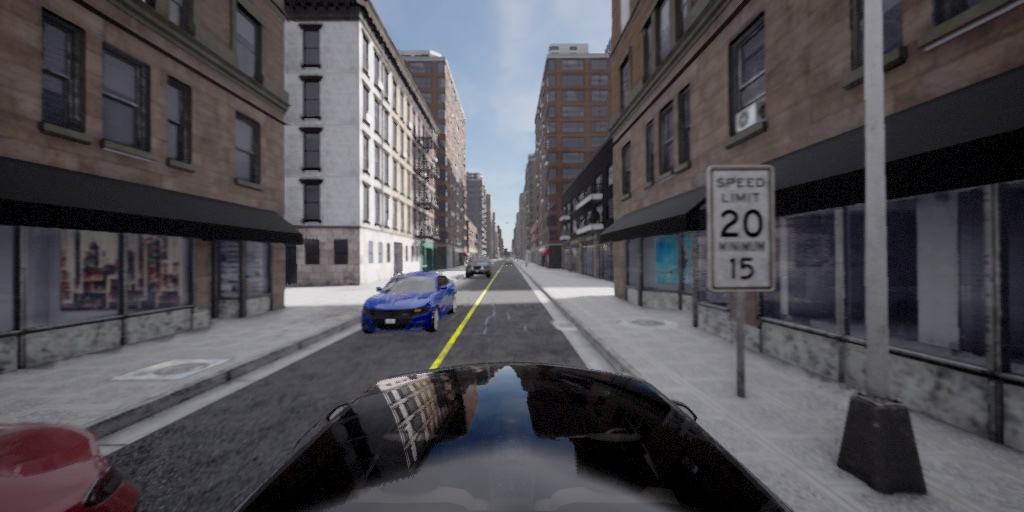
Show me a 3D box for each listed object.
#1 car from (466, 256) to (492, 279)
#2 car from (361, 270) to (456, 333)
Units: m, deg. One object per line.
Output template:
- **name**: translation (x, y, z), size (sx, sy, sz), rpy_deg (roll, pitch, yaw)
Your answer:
- **car**: translation (-3.046, 1.006, 34.019), size (2.150, 2.045, 5.566), rpy_deg (0, 0, 0)
- **car**: translation (-2.920, 1.250, 11.042), size (1.882, 1.535, 5.008), rpy_deg (0, 1, -1)
